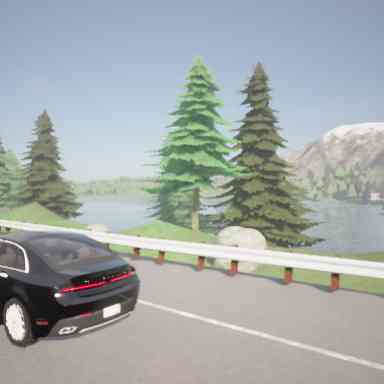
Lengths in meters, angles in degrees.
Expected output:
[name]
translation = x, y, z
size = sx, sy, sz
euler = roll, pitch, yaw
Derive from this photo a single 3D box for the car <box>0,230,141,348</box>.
[car]
translation = -3.126, 1.505, 6.363
size = 4.892, 1.490, 1.837
euler = 0, 0, 37
